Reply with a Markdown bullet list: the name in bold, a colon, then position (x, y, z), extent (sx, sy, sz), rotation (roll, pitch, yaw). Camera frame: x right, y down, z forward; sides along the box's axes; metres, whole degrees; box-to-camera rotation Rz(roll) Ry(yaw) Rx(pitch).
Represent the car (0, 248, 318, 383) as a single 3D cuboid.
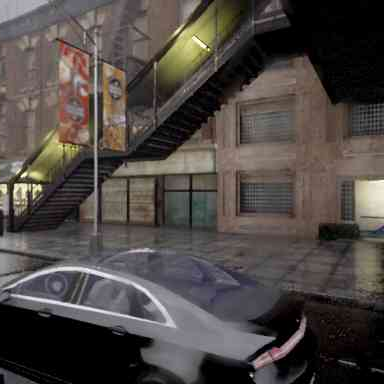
- **car**: position (-1.040, 1.489, 4.172), extent (4.902, 1.511, 2.128), rotation (0, 0, 30)
